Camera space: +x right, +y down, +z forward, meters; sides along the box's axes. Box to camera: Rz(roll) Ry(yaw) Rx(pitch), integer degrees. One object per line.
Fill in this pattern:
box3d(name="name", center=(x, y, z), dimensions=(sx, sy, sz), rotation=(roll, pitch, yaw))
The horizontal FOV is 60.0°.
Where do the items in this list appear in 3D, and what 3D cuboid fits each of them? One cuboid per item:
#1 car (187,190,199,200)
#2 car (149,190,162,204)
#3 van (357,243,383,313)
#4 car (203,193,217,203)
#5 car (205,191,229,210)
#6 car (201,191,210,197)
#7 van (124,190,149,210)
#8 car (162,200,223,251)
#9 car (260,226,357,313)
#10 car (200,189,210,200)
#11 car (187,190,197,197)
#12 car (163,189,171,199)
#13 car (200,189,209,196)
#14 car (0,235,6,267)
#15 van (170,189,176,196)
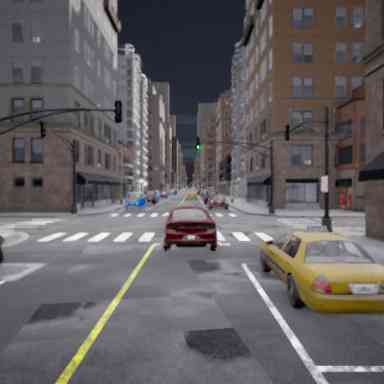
box3d(name="car", center=(0.025, 0.622, 63.440), dimensions=(1.882, 1.535, 5.008), rotation=(0, 1, 0))
box3d(name="car", center=(-5.863, 0.713, 45.627), dimensions=(2.192, 1.841, 5.009), rotation=(0, 1, 0))
box3d(name="van", center=(2.668, 1.318, 1.612), dimensions=(1.690, 1.788, 3.998), rotation=(0, 1, 0))
box3d(name="car", center=(2.662, 0.886, 51.230), dimensions=(1.947, 1.339, 4.313), rotation=(0, 1, 0))
box3d(name="car", center=(2.664, 0.988, 34.475), dimensions=(1.967, 1.590, 4.097), rotation=(0, 1, 0))
box3d(name="car", center=(3.135, 0.442, 77.296), dimensions=(1.837, 1.490, 4.892), rotation=(0, 1, 0))
box3d(name="van", center=(-5.861, 0.889, 34.456), dimensions=(1.690, 1.788, 3.998), rotation=(0, 1, 0))
box3d(name="car", center=(-0.174, 1.302, 13.342), dimensions=(1.882, 1.535, 5.008), rotation=(0, 1, -4))
box3d(name="car", center=(2.667, 1.426, 7.454), dimensions=(1.752, 1.417, 4.829), rotation=(0, 1, 0))
box3d(name="car", center=(2.663, 0.713, 45.643), dimensions=(2.192, 1.841, 5.009), rotation=(0, 1, 0))
box3d(name="car", center=(-0.009, 0.338, 75.469), dimensions=(2.033, 1.411, 5.357), rotation=(0, 1, 0))
box3d(name="car", center=(-5.865, 0.622, 67.972), dimensions=(1.887, 1.381, 4.507), rotation=(0, 1, 0))
box3d(name="car", center=(3.102, 0.186, 84.262), dimensions=(2.097, 1.767, 4.553), rotation=(0, 1, 0))
box3d(name="car", center=(-5.858, 1.454, 7.265), dimensions=(2.008, 1.369, 4.403), rotation=(0, 1, 0))
box3d(name="van", center=(-5.867, 0.083, 90.311), dimensions=(1.690, 1.788, 3.998), rotation=(0, 1, 0))
